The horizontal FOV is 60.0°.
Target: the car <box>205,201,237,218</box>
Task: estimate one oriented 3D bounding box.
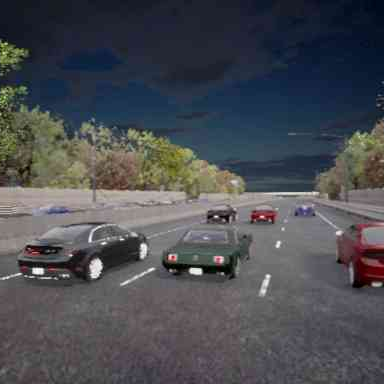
[{"bbox_3d":[2.647,1.835,28.624,1.882,1.535,5.008,-1,-1,17],"label":"car"}]

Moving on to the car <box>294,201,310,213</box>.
[{"bbox_3d":[15.382,2.056,46.623,2.033,1.411,5.357,-1,-1,17],"label":"car"}]

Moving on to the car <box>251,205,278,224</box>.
[{"bbox_3d":[6.158,1.804,28.135,1.882,1.535,5.008,-1,-1,17],"label":"car"}]

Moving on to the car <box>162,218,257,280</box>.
[{"bbox_3d":[0.757,1.733,10.513,1.895,1.301,4.718,-1,-1,17],"label":"car"}]

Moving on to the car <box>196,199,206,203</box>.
[{"bbox_3d":[2.463,2.369,76.131,2.097,1.767,4.553,-1,-1,17],"label":"car"}]

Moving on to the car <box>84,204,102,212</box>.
[{"bbox_3d":[-9.861,2.039,36.265,2.128,1.511,4.902,-1,-1,17],"label":"car"}]

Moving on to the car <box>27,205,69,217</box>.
[{"bbox_3d":[-14.357,2.070,33.587,1.812,1.442,4.674,-1,-1,17],"label":"car"}]

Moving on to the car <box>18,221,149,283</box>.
[{"bbox_3d":[-2.978,1.661,10.275,1.837,1.490,4.892,-1,-1,17],"label":"car"}]

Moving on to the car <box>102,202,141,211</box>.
[{"bbox_3d":[-6.856,1.850,34.120,2.097,1.767,4.553,-1,-1,17],"label":"car"}]

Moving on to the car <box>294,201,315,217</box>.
[{"bbox_3d":[12.545,1.751,37.115,2.097,1.767,4.553,-1,-1,17],"label":"car"}]

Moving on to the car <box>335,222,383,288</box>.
[{"bbox_3d":[5.198,1.562,9.224,1.882,1.535,5.008,-1,-1,17],"label":"car"}]

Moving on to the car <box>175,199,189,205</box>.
[{"bbox_3d":[-2.145,2.364,73.040,2.097,1.767,4.553,-1,-1,17],"label":"car"}]

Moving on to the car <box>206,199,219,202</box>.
[{"bbox_3d":[5.273,2.500,73.347,2.033,1.411,5.357,-1,-1,17],"label":"car"}]
